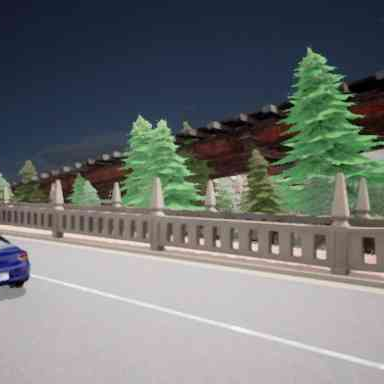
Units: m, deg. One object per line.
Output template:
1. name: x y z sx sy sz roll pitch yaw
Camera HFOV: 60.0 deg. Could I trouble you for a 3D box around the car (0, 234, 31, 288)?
1. car: -5.748 1.572 8.087 4.674 1.442 1.812 0 0 36
